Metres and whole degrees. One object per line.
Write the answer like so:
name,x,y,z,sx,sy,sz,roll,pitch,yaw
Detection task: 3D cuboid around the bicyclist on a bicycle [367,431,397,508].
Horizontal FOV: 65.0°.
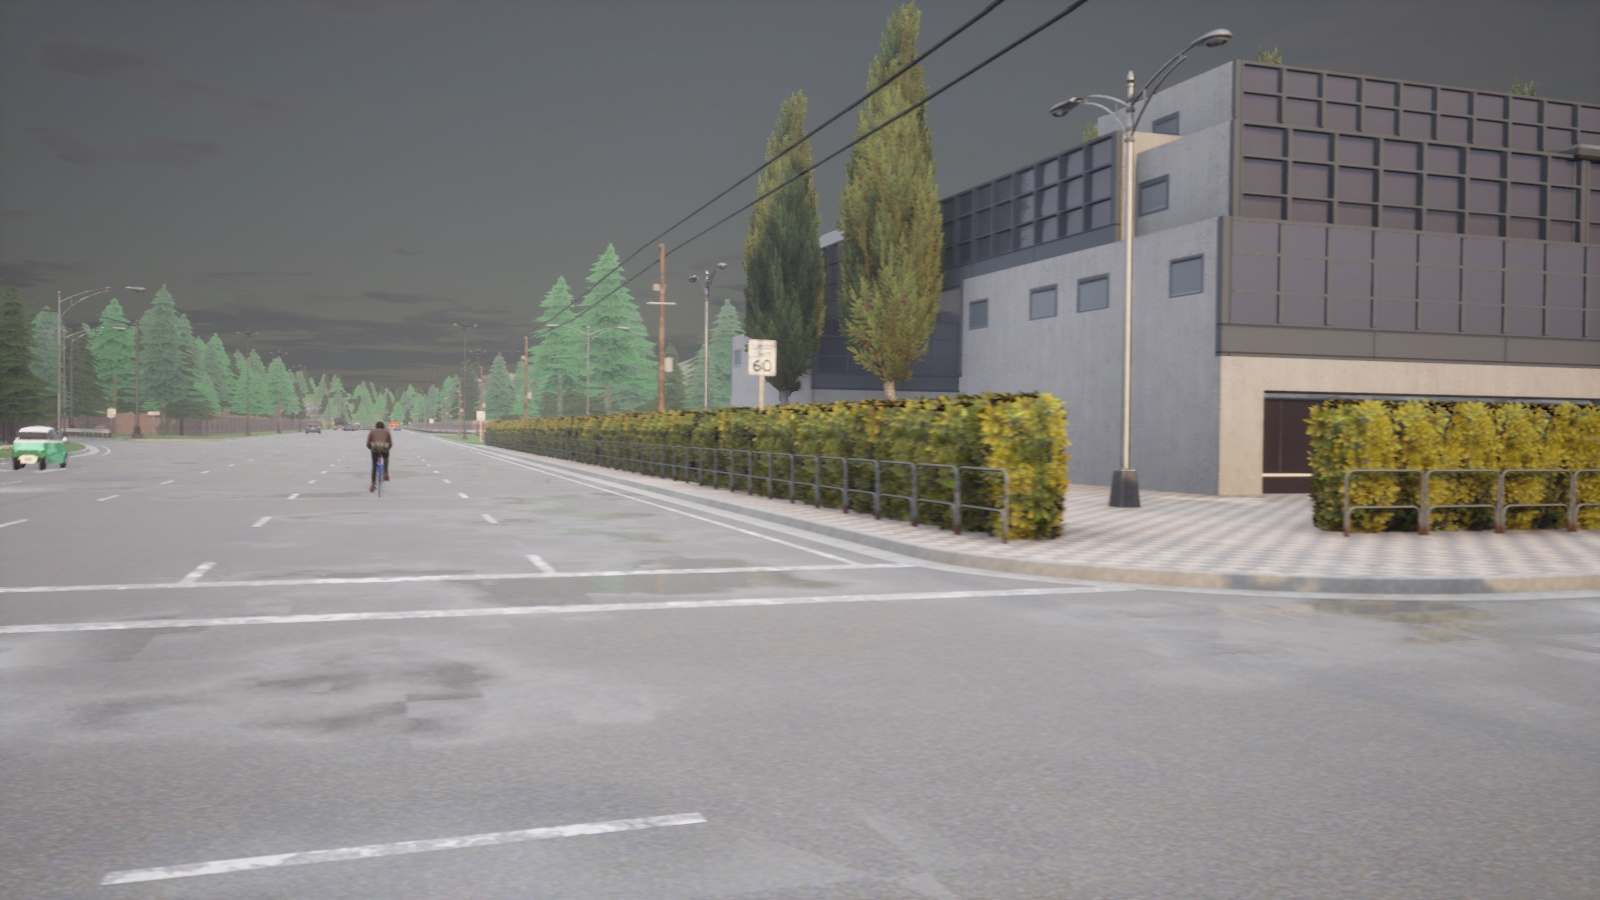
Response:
bicyclist on a bicycle,-9.087,0.404,27.305,0.582,1.620,1.656,-1,1,-18

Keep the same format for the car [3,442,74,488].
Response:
car,-24.560,0.457,40.564,1.481,1.376,2.207,-1,1,-18
